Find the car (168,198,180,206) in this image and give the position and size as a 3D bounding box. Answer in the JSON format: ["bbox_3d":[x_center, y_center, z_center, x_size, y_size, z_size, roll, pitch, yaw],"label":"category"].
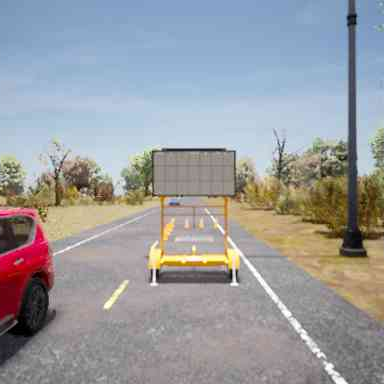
[{"bbox_3d":[-3.146,1.851,59.674,1.882,1.535,5.008,0,0,0],"label":"car"}]

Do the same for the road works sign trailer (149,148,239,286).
[{"bbox_3d":[0.063,0.533,9.641,2.380,3.560,2.880,0,0,0],"label":"road works sign trailer"}]

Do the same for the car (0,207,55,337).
[{"bbox_3d":[-3.570,1.252,3.854,2.150,2.045,5.566,0,0,0],"label":"car"}]
